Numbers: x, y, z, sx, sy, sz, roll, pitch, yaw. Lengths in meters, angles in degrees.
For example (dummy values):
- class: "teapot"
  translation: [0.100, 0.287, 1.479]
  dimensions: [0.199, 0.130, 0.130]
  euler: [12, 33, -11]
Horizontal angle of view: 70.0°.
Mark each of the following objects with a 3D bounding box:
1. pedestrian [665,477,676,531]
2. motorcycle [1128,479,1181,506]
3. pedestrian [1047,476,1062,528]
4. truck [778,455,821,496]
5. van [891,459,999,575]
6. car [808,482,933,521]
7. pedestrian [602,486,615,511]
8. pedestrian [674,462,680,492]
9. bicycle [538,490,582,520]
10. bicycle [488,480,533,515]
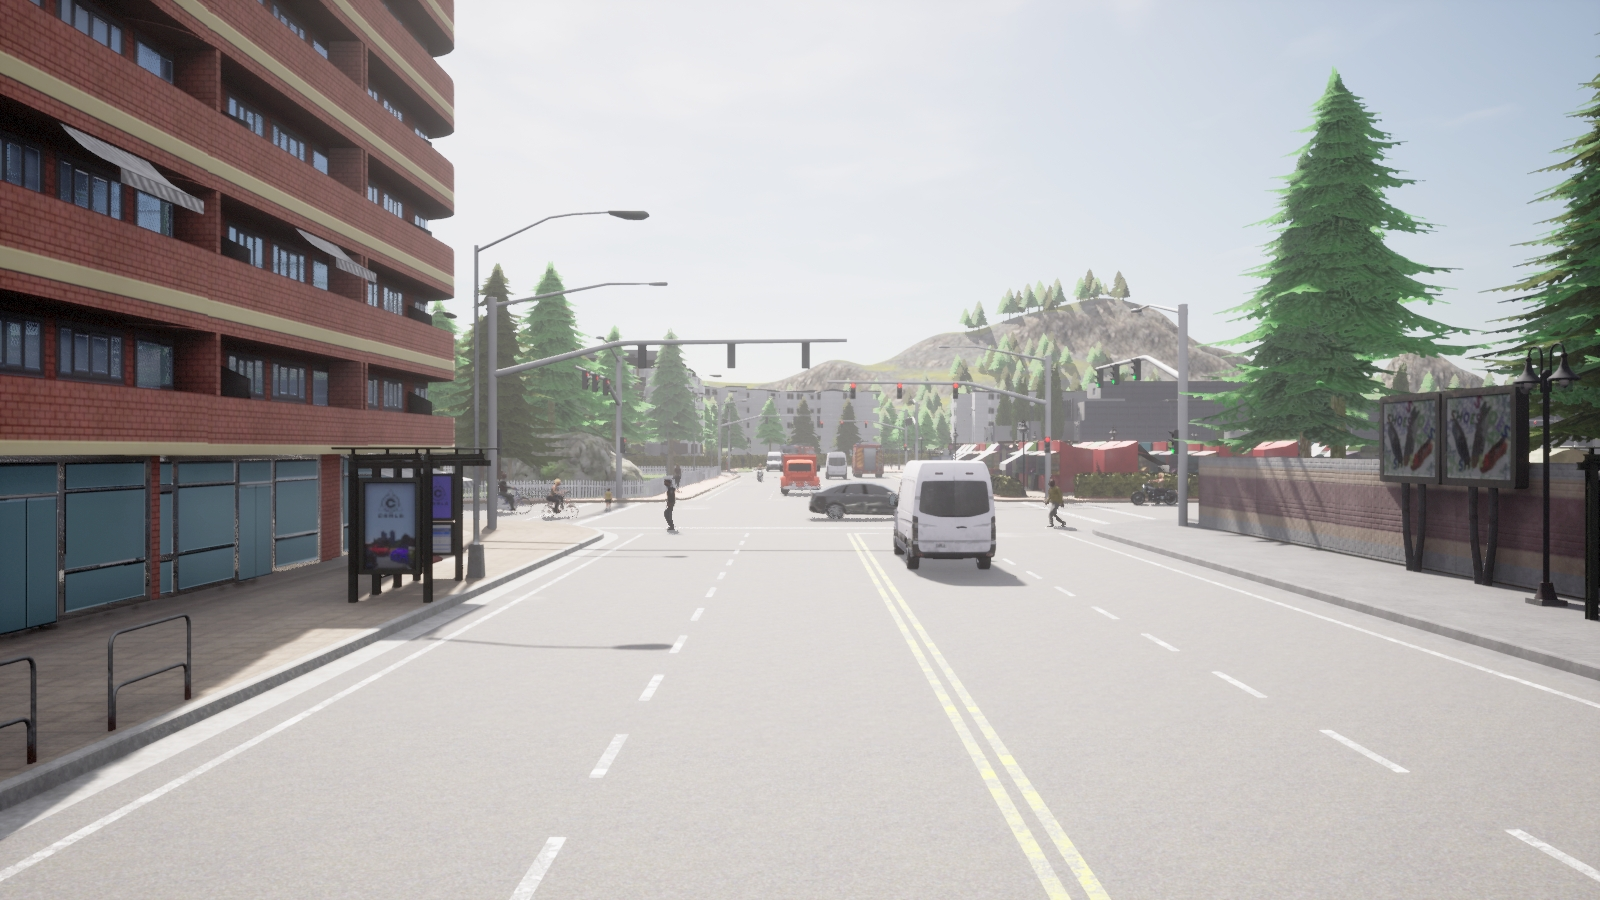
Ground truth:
- class: "pedestrian"
  translation: [-4.454, 1.850, 39.311]
  dimensions: [0.375, 1.860, 0.375]
  euler: [0, 0, -9]
- class: "motorcycle"
  translation: [17.582, 2.102, 56.689]
  dimensions: [2.356, 1.307, 0.764]
  euler: [0, 0, 0]
- class: "pedestrian"
  translation: [9.073, 1.851, 40.738]
  dimensions: [0.375, 1.860, 0.375]
  euler: [0, 0, -18]
- class: "truck"
  translation: [-0.006, 1.572, 72.542]
  dimensions: [2.627, 2.467, 5.204]
  euler: [0, 0, 0]
- class: "van"
  translation: [3.505, 1.536, 28.720]
  dimensions: [1.988, 2.561, 5.915]
  euler: [0, 0, 0]
- class: "car"
  translation: [2.779, 2.048, 46.041]
  dimensions: [4.892, 1.480, 2.231]
  euler: [0, 0, -1]
- class: "pedestrian"
  translation: [-8.640, 2.183, 51.527]
  dimensions: [0.500, 1.100, 0.500]
  euler: [0, 0, 0]
- class: "pedestrian"
  translation: [-7.741, 1.701, 71.987]
  dimensions: [0.375, 1.860, 0.375]
  euler: [0, 0, 0]
- class: "bicycle"
  translation: [-9.565, 2.179, 45.590]
  dimensions: [1.487, 1.126, 0.859]
  euler: [0, 2, 5]
- class: "bicycle"
  translation: [-12.364, 2.007, 48.824]
  dimensions: [1.835, 1.471, 0.329]
  euler: [0, 0, -8]
